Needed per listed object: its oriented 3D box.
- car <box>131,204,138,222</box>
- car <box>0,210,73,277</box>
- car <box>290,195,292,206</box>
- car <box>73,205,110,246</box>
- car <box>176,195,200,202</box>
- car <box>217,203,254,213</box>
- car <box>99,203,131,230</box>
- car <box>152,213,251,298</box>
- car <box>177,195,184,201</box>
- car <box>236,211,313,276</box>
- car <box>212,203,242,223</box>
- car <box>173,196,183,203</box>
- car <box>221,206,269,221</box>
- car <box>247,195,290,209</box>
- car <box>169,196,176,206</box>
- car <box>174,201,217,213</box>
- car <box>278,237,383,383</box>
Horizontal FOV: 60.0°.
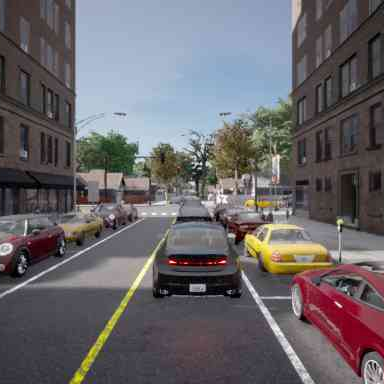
[{"bbox_3d":[-5.368,1.593,26.536,1.802,1.307,4.206,0,0,0],"label":"car"},{"bbox_3d":[-5.382,1.442,9.980,1.967,1.590,4.097,0,0,0],"label":"car"},{"bbox_3d":[14.292,1.455,46.245,4.674,1.442,1.812,0,0,-2],"label":"car"},{"bbox_3d":[-5.378,1.530,15.328,1.752,1.417,4.829,0,0,0],"label":"car"},{"bbox_3d":[0.022,1.364,27.034,2.097,1.767,4.553,0,0,0],"label":"car"},{"bbox_3d":[2.653,1.590,21.012,1.802,1.307,4.206,0,0,0],"label":"car"},{"bbox_3d":[-5.373,1.448,21.017,1.967,1.590,4.097,0,0,0],"label":"car"},{"bbox_3d":[0.108,1.507,8.495,1.837,1.490,4.892,0,0,0],"label":"car"},{"bbox_3d":[-3.007,1.597,87.062,1.837,1.490,4.892,0,0,0],"label":"car"},{"bbox_3d":[2.643,1.528,10.146,1.752,1.417,4.829,0,0,0],"label":"car"},{"bbox_3d":[2.658,1.577,26.531,1.947,1.339,4.313,0,0,0],"label":"car"},{"bbox_3d":[-2.980,1.593,71.945,1.812,1.442,4.674,0,0,0],"label":"car"},{"bbox_3d":[2.648,1.550,15.494,1.887,1.381,4.507,0,0,0],"label":"car"},{"bbox_3d":[9.510,1.434,42.781,5.008,1.535,1.882,0,1,5],"label":"car"},{"bbox_3d":[-2.928,1.571,57.656,1.812,1.442,4.674,0,0,-2],"label":"car"},{"bbox_3d":[0.113,1.484,17.979,1.882,1.535,5.008,0,0,0],"label":"car"},{"bbox_3d":[2.638,1.582,4.457,1.802,1.307,4.206,0,0,0],"label":"car"}]
